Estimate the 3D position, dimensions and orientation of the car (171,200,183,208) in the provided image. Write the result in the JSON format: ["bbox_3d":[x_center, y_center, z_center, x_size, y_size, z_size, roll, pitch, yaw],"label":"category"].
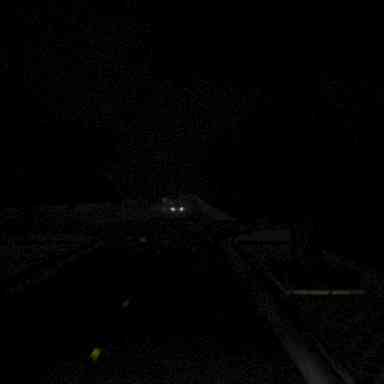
[{"bbox_3d":[-2.740,2.246,61.877,1.882,1.535,5.008,0,1,0],"label":"car"}]
